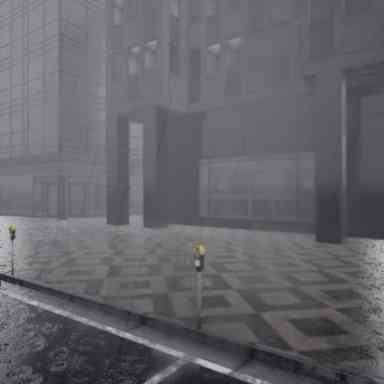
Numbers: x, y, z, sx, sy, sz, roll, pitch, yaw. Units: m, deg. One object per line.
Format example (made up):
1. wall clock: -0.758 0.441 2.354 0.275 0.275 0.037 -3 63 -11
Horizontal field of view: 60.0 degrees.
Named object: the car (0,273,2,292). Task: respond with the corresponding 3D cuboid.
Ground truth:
1. car: -5.564 1.595 6.934 4.206 1.307 1.802 0 0 36
